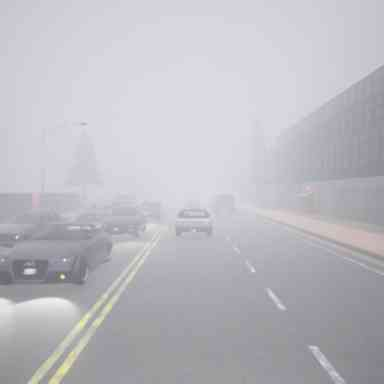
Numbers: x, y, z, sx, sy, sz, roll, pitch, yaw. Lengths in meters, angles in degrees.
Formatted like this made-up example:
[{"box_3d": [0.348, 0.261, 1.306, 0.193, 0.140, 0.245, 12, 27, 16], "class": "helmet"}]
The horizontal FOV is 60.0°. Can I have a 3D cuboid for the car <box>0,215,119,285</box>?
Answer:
[{"box_3d": [-3.589, 1.566, 9.347, 1.994, 1.385, 4.181, 0, 0, 0], "class": "car"}]

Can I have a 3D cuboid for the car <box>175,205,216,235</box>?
[{"box_3d": [0.096, 1.605, 18.753, 1.895, 1.301, 4.718, 0, 0, 0], "class": "car"}]

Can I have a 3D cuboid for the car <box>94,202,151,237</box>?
[{"box_3d": [-3.585, 1.509, 18.064, 1.837, 1.490, 4.892, 0, 0, -1], "class": "car"}]

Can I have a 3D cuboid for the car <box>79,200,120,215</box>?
[{"box_3d": [-7.021, 1.569, 24.710, 1.994, 1.385, 4.181, 0, 0, 1], "class": "car"}]

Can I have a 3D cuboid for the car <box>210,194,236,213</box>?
[{"box_3d": [3.493, 1.230, 36.689, 2.150, 2.045, 5.566, 0, 0, 0], "class": "car"}]

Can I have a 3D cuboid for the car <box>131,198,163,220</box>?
[{"box_3d": [-3.506, 1.498, 28.261, 2.128, 1.511, 4.902, 0, 0, 0], "class": "car"}]

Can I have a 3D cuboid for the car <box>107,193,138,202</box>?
[{"box_3d": [-7.007, 1.229, 35.202, 2.150, 2.045, 5.566, 0, 0, 0], "class": "car"}]

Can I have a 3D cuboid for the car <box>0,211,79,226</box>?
[{"box_3d": [-7.086, 1.551, 14.733, 2.033, 1.411, 5.357, 0, 0, 0], "class": "car"}]

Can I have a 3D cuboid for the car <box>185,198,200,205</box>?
[{"box_3d": [0.046, 1.535, 43.052, 1.812, 1.442, 4.674, 0, 0, 0], "class": "car"}]
